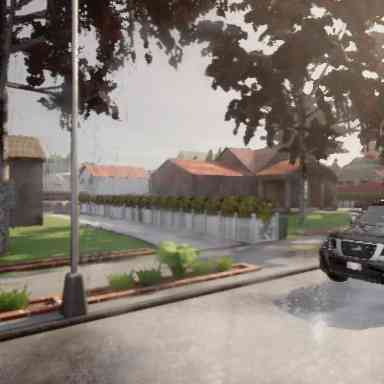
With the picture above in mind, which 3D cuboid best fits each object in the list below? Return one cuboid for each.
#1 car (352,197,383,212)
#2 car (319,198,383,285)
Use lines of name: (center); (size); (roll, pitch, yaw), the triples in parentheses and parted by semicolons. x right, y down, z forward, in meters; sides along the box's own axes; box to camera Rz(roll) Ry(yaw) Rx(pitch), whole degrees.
car: (19.399, 1.309, 33.831); (2.033, 1.415, 5.357); (0, 0, -35)
car: (5.692, 1.217, 8.663); (5.566, 2.045, 2.150); (0, 0, -35)
